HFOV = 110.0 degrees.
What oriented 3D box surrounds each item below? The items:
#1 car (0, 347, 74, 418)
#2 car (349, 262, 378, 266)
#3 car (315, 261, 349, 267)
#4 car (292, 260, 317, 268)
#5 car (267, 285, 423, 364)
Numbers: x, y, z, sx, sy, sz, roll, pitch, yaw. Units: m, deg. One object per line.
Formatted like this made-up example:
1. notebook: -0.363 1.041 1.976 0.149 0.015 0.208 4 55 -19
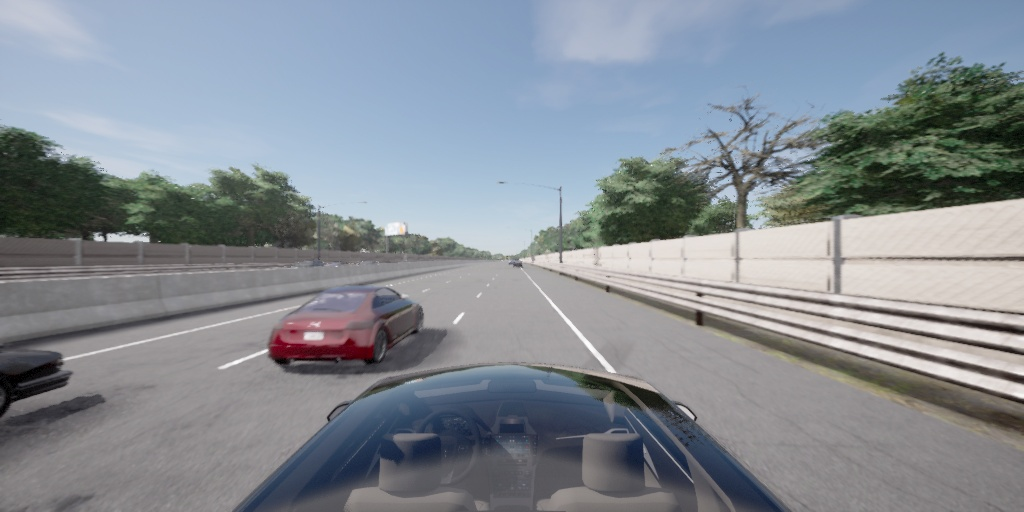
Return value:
1. car: -6.900 1.300 2.343 2.033 1.411 5.357 0 0 0
2. car: -17.554 1.466 43.738 1.837 1.490 4.892 0 0 1
3. car: -21.046 1.507 43.368 2.033 1.411 5.357 0 0 1
4. car: -24.550 1.313 43.478 2.097 1.767 4.553 0 0 1
5. car: -3.400 1.347 8.160 1.994 1.385 4.181 0 0 0
